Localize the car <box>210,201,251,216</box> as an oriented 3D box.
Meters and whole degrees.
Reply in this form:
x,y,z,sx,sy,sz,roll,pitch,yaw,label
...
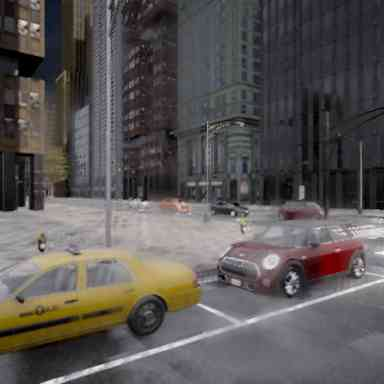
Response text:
x,y,z,sx,sy,sz,roll,pitch,yaw,label
3.757,1.684,33.405,1.837,1.490,4.892,0,0,-35,car

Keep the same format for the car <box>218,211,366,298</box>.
x,y,z,sx,sy,sz,roll,pitch,yaw,label
2.596,1.472,8.502,4.097,1.590,1.967,0,0,-35,car

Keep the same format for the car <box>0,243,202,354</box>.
x,y,z,sx,sy,sz,roll,pitch,yaw,label
-2.104,1.531,5.151,4.829,1.417,1.752,0,0,-35,car

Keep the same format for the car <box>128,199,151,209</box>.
x,y,z,sx,sy,sz,roll,pitch,yaw,label
-7.959,1.765,49.926,1.812,1.442,4.674,0,0,-36,car

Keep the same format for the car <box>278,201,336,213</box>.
x,y,z,sx,sy,sz,roll,pitch,yaw,label
8.997,1.504,26.047,2.097,1.767,4.553,0,0,-35,car

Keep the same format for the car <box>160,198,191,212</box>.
x,y,z,sx,sy,sz,roll,pitch,yaw,label
-2.102,1.562,41.654,2.097,1.767,4.553,0,0,-36,car
